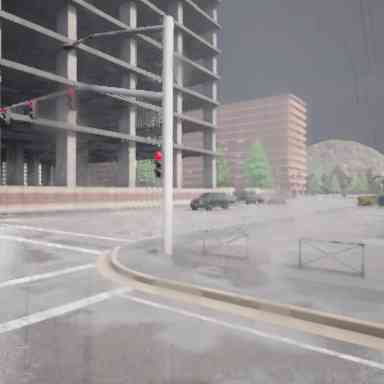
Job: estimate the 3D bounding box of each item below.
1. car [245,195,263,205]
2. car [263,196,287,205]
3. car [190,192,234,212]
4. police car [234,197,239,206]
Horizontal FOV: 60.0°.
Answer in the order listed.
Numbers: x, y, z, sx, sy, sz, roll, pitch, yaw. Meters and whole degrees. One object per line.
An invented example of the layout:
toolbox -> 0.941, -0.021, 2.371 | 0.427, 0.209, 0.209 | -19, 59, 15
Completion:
car -> 10.377, 1.267, 54.356 | 1.837, 1.490, 4.892 | 1, 0, 36
car -> 13.439, 1.376, 52.620 | 1.994, 1.385, 4.181 | 1, 0, 35
car -> 2.015, 1.010, 36.650 | 2.150, 2.045, 5.566 | 1, 0, 35
police car -> 4.741, 1.187, 46.390 | 1.930, 1.638, 5.238 | 1, 0, 35
